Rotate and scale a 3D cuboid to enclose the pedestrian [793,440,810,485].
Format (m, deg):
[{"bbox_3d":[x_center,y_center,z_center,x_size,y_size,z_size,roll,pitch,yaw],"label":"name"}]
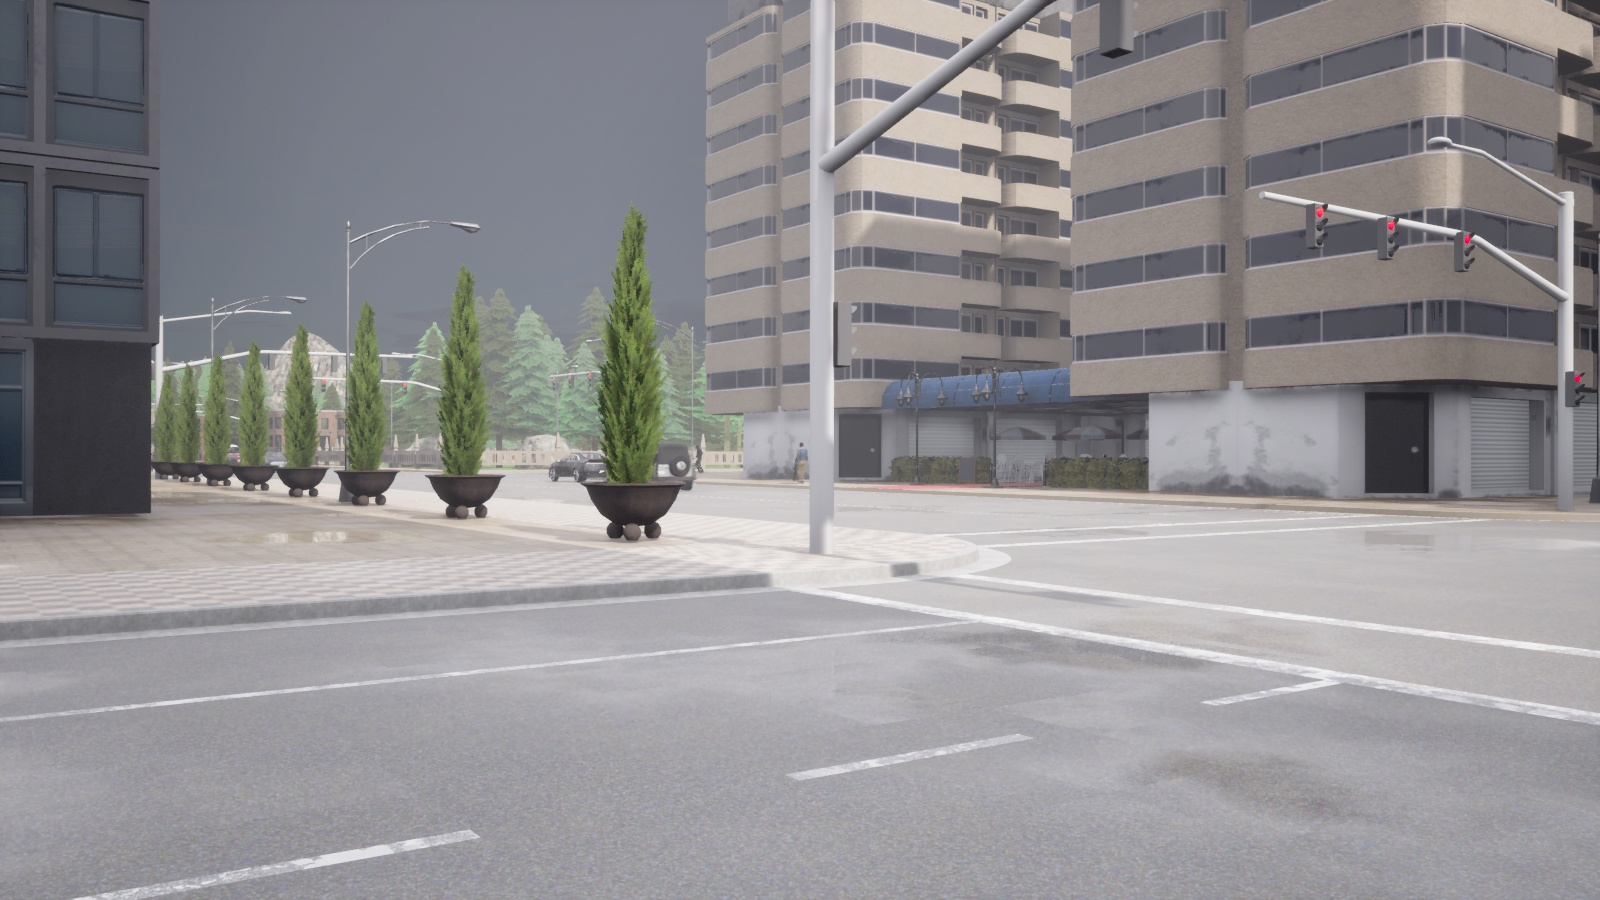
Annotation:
[{"bbox_3d":[0.060,0.530,54.124,0.423,1.949,0.788,0,0,-27],"label":"pedestrian"}]

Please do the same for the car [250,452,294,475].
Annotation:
[{"bbox_3d":[-38.355,0.979,91.189,2.033,1.649,4.856,0,0,-34],"label":"car"}]

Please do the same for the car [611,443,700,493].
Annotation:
[{"bbox_3d":[-5.742,0.674,49.549,1.905,1.878,3.866,0,0,-35],"label":"car"}]

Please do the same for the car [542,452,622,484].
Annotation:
[{"bbox_3d":[-11.100,0.880,63.618,2.128,1.511,4.902,0,0,-34],"label":"car"}]

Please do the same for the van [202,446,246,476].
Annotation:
[{"bbox_3d":[-40.309,0.769,87.841,2.069,2.038,4.480,0,0,-34],"label":"van"}]
